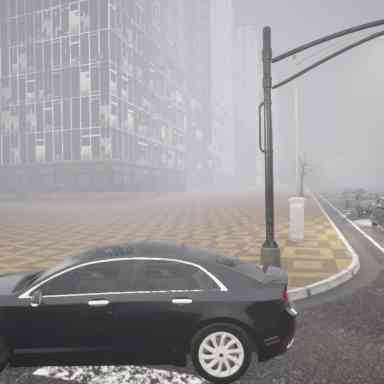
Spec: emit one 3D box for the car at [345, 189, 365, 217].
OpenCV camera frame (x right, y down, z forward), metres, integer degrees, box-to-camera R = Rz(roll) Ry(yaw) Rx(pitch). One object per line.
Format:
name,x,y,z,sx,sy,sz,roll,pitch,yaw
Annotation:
car,11.110,0.759,20.678,1.994,1.385,4.181,-1,2,17

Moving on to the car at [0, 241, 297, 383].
car,-1.047,1.505,4.762,4.892,1.490,1.837,0,0,0

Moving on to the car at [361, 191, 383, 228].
car,9.054,0.928,14.386,2.128,1.511,4.902,-1,2,18

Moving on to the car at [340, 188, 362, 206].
car,13.112,0.454,26.740,2.128,1.511,4.902,-1,2,18
